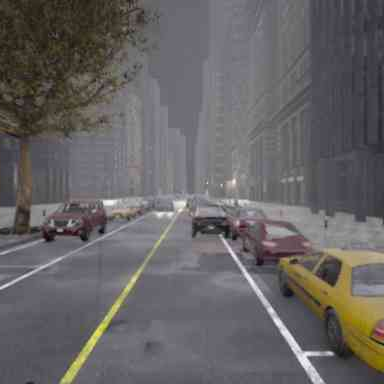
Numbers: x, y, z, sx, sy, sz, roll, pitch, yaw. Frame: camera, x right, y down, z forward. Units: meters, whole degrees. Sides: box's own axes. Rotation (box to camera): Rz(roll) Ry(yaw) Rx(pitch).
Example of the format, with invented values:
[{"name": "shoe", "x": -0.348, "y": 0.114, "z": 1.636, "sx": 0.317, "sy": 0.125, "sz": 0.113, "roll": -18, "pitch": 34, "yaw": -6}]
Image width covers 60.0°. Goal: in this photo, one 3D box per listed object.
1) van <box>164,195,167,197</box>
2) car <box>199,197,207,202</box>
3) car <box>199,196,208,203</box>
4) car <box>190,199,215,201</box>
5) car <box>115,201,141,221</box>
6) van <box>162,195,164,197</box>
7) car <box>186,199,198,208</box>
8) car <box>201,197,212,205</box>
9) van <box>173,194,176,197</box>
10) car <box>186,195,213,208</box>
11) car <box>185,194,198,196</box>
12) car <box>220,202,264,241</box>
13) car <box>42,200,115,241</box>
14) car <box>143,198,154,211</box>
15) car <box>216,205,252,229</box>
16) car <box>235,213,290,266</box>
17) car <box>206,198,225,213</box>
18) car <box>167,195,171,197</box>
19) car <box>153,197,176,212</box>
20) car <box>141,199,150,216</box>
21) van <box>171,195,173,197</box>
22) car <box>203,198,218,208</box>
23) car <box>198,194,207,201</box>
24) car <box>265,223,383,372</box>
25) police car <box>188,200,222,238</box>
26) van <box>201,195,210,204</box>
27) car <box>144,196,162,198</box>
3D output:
[{"name": "van", "x": -5.765, "y": 1.501, "z": 56.774, "sx": 1.690, "sy": 1.788, "sz": 3.998, "roll": 0, "pitch": 0, "yaw": 0}, {"name": "car", "x": 2.760, "y": 1.833, "z": 85.170, "sx": 1.802, "sy": 1.307, "sz": 4.206, "roll": 0, "pitch": 0, "yaw": 0}, {"name": "car", "x": 2.760, "y": 1.672, "z": 79.493, "sx": 1.967, "sy": 1.590, "sz": 4.097, "roll": 0, "pitch": 0, "yaw": 0}, {"name": "car", "x": 0.900, "y": 1.601, "z": 28.095, "sx": 1.812, "sy": 1.442, "sz": 4.674, "roll": 0, "pitch": 0, "yaw": 0}, {"name": "car", "x": -5.764, "y": 1.601, "z": 28.216, "sx": 1.752, "sy": 1.417, "sz": 4.829, "roll": 0, "pitch": 0, "yaw": 0}, {"name": "van", "x": -5.765, "y": 1.484, "z": 51.097, "sx": 1.690, "sy": 1.788, "sz": 3.998, "roll": 0, "pitch": 0, "yaw": 0}, {"name": "car", "x": -0.001, "y": 1.745, "z": 51.723, "sx": 1.895, "sy": 1.301, "sz": 4.718, "roll": 0, "pitch": 0, "yaw": 0}, {"name": "car", "x": 2.760, "y": 1.722, "z": 62.460, "sx": 1.887, "sy": 1.381, "sz": 4.507, "roll": 0, "pitch": 0, "yaw": 0}, {"name": "van", "x": -5.765, "y": 1.593, "z": 85.161, "sx": 1.690, "sy": 1.788, "sz": 3.998, "roll": 0, "pitch": 0, "yaw": 0}, {"name": "car", "x": 0.729, "y": 1.440, "z": 34.057, "sx": 2.097, "sy": 1.767, "sz": 4.553, "roll": 0, "pitch": 0, "yaw": 0}, {"name": "car", "x": -0.001, "y": 1.544, "z": 70.551, "sx": 1.882, "sy": 1.535, "sz": 5.008, "roll": 0, "pitch": 0, "yaw": 0}, {"name": "car", "x": 2.761, "y": 1.484, "z": 17.040, "sx": 1.967, "sy": 1.590, "sz": 4.097, "roll": 0, "pitch": 0, "yaw": 0}, {"name": "car", "x": -5.764, "y": 1.360, "z": 17.032, "sx": 2.192, "sy": 1.841, "sz": 5.009, "roll": 0, "pitch": 0, "yaw": 0}, {"name": "car", "x": -5.764, "y": 1.691, "z": 39.741, "sx": 1.802, "sy": 1.307, "sz": 4.206, "roll": 0, "pitch": 0, "yaw": 0}, {"name": "car", "x": 2.761, "y": 1.626, "z": 22.717, "sx": 1.947, "sy": 1.339, "sz": 4.313, "roll": 0, "pitch": 0, "yaw": 0}, {"name": "car", "x": 2.761, "y": 1.611, "z": 11.362, "sx": 1.802, "sy": 1.307, "sz": 4.206, "roll": 0, "pitch": 0, "yaw": 0}, {"name": "car", "x": 2.760, "y": 1.549, "z": 39.750, "sx": 1.967, "sy": 1.590, "sz": 4.097, "roll": 0, "pitch": 0, "yaw": 0}, {"name": "car", "x": -5.765, "y": 1.777, "z": 68.128, "sx": 1.802, "sy": 1.307, "sz": 4.206, "roll": 0, "pitch": 0, "yaw": 0}, {"name": "car", "x": -3.088, "y": 1.671, "z": 39.295, "sx": 1.994, "sy": 1.385, "sz": 4.181, "roll": 0, "pitch": 0, "yaw": 0}, {"name": "car", "x": -5.764, "y": 1.675, "z": 34.064, "sx": 1.802, "sy": 1.307, "sz": 4.206, "roll": 0, "pitch": 0, "yaw": 0}, {"name": "van", "x": -5.765, "y": 1.555, "z": 73.806, "sx": 1.690, "sy": 1.788, "sz": 3.998, "roll": 0, "pitch": 0, "yaw": 0}, {"name": "car", "x": 2.761, "y": 1.693, "z": 51.105, "sx": 2.008, "sy": 1.369, "sz": 4.403, "roll": 0, "pitch": 0, "yaw": 0}, {"name": "car", "x": 2.760, "y": 1.585, "z": 90.849, "sx": 2.192, "sy": 1.841, "sz": 5.009, "roll": 0, "pitch": 0, "yaw": 0}, {"name": "car", "x": 2.761, "y": 1.540, "z": 5.855, "sx": 1.752, "sy": 1.417, "sz": 4.829, "roll": 0, "pitch": 0, "yaw": 0}, {"name": "police car", "x": 0.899, "y": 1.473, "z": 18.205, "sx": 1.930, "sy": 1.638, "sz": 5.238, "roll": 0, "pitch": 0, "yaw": 0}, {"name": "van", "x": 2.760, "y": 1.536, "z": 68.138, "sx": 1.690, "sy": 1.788, "sz": 3.998, "roll": 0, "pitch": 0, "yaw": 0}, {"name": "car", "x": -5.765, "y": 1.441, "z": 45.419, "sx": 2.192, "sy": 1.841, "sz": 5.009, "roll": 0, "pitch": 0, "yaw": 0}]
